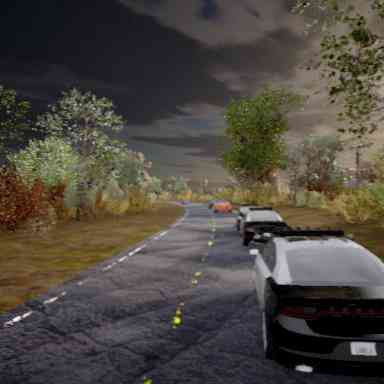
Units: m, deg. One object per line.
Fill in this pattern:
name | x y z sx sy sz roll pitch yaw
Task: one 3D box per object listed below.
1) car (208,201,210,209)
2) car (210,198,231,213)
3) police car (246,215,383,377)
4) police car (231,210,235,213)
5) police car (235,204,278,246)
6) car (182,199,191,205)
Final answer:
car | 3.836 1.907 56.140 2.097 1.767 4.553 -1 -1 -2
car | 3.944 1.766 43.889 2.097 1.767 4.553 -1 -1 0
police car | 2.121 1.449 6.027 1.930 1.638 5.238 -1 -1 8
police car | 3.833 1.594 22.060 1.930 1.638 5.238 -1 -1 5
police car | 3.290 1.537 16.037 1.930 1.638 5.238 -1 -1 6
car | -1.485 2.478 83.764 2.128 1.511 4.902 -1 -1 -7
